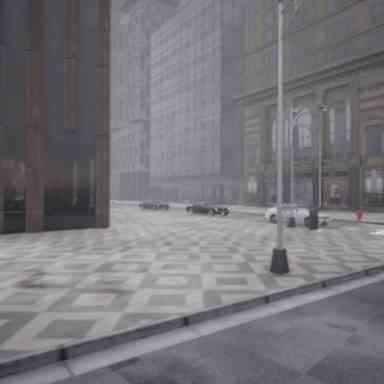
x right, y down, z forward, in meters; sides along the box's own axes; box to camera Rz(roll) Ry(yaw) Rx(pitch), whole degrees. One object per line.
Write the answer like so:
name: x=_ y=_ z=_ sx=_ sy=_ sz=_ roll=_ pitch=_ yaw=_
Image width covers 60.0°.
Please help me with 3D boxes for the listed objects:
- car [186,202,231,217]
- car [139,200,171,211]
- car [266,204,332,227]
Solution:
car: x=1.454 y=1.593 z=31.061 sx=1.895 sy=1.301 sz=4.718 roll=0 pitch=0 yaw=-35
car: x=-4.441 y=1.568 z=39.343 sx=1.895 sy=1.301 sz=4.718 roll=0 pitch=0 yaw=-35
car: x=7.221 y=1.545 z=22.951 sx=1.812 sy=1.442 sz=4.674 roll=0 pitch=0 yaw=-37
